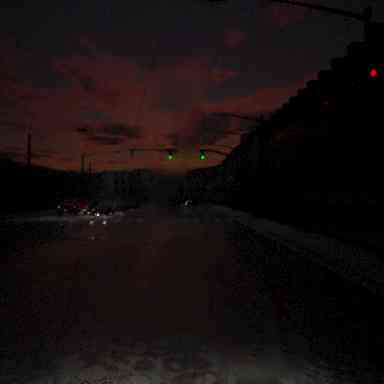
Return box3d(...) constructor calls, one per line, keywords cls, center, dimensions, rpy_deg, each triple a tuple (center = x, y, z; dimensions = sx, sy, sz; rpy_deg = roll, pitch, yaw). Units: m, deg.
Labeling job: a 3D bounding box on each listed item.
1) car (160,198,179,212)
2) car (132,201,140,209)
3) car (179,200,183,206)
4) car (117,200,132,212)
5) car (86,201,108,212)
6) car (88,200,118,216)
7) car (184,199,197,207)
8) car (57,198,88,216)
box3d(cls="car", center=(-3.421, 1.859, 48.712), dimensions=(2.150, 2.045, 5.566), rpy_deg=(0, -1, 0))
box3d(cls="car", center=(-10.580, 2.326, 59.494), dimensions=(2.033, 1.411, 5.357), rpy_deg=(0, -1, 0))
box3d(cls="car", center=(-4.010, 2.510, 77.217), dimensions=(1.837, 1.490, 4.892), rpy_deg=(0, -1, -10))
box3d(cls="car", center=(-10.593, 2.245, 49.152), dimensions=(1.895, 1.301, 4.718), rpy_deg=(0, -1, 0))
box3d(cls="car", center=(-14.094, 2.155, 49.653), dimensions=(1.837, 1.490, 4.892), rpy_deg=(0, -1, 0))
box3d(cls="car", center=(-10.597, 2.051, 40.049), dimensions=(1.812, 1.442, 4.674), rpy_deg=(0, -1, 0))
box3d(cls="car", center=(-0.058, 2.449, 71.134), dimensions=(2.128, 1.511, 4.902), rpy_deg=(0, -1, -3))
box3d(cls="car", center=(-14.101, 1.744, 39.848), dimensions=(2.150, 2.045, 5.566), rpy_deg=(0, -1, 1))
